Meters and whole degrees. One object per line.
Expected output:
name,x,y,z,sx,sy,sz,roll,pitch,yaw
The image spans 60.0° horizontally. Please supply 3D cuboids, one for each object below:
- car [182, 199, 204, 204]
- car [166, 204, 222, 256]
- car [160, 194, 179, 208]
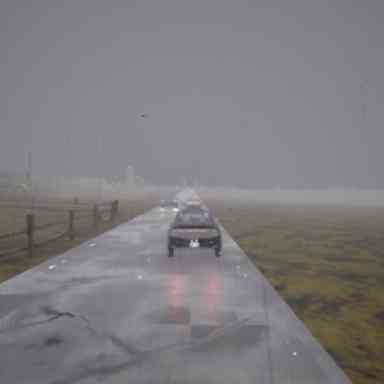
car,0.091,1.377,29.215,1.812,1.442,4.674,0,0,0
car,0.085,1.435,12.906,2.128,1.511,4.902,0,0,0
car,-2.838,1.091,42.578,2.097,1.767,4.553,0,1,0
